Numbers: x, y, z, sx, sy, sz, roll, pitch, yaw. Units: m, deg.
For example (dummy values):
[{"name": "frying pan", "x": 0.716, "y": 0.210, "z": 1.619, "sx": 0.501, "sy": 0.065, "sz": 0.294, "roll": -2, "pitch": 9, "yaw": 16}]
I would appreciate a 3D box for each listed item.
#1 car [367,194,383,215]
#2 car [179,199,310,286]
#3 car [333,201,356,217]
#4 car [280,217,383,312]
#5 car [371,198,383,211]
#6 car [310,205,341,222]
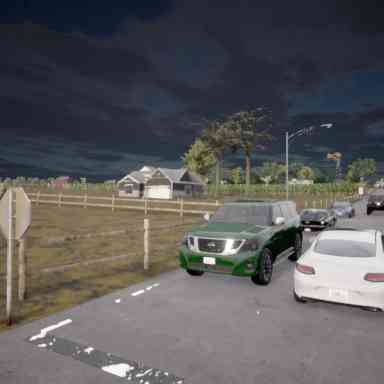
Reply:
[{"name": "car", "x": 19.200, "y": 1.265, "z": 33.991, "sx": 2.150, "sy": 2.045, "sz": 5.566, "roll": 0, "pitch": 0, "yaw": 32}, {"name": "car", "x": 1.802, "y": 1.244, "z": 10.094, "sx": 2.150, "sy": 2.045, "sz": 5.566, "roll": 0, "pitch": 0, "yaw": 31}, {"name": "car", "x": 13.685, "y": 1.577, "z": 30.280, "sx": 1.812, "sy": 1.442, "sz": 4.674, "roll": 0, "pitch": 0, "yaw": 31}, {"name": "car", "x": 3.598, "y": 1.534, "z": 7.522, "sx": 1.812, "sy": 1.442, "sz": 4.674, "roll": 0, "pitch": 0, "yaw": 30}, {"name": "car", "x": 24.384, "y": 1.594, "z": 42.903, "sx": 2.033, "sy": 1.411, "sz": 5.357, "roll": 0, "pitch": 0, "yaw": 30}, {"name": "car", "x": 7.015, "y": 1.637, "z": 18.959, "sx": 1.895, "sy": 1.301, "sz": 4.718, "roll": 0, "pitch": 0, "yaw": 30}]
